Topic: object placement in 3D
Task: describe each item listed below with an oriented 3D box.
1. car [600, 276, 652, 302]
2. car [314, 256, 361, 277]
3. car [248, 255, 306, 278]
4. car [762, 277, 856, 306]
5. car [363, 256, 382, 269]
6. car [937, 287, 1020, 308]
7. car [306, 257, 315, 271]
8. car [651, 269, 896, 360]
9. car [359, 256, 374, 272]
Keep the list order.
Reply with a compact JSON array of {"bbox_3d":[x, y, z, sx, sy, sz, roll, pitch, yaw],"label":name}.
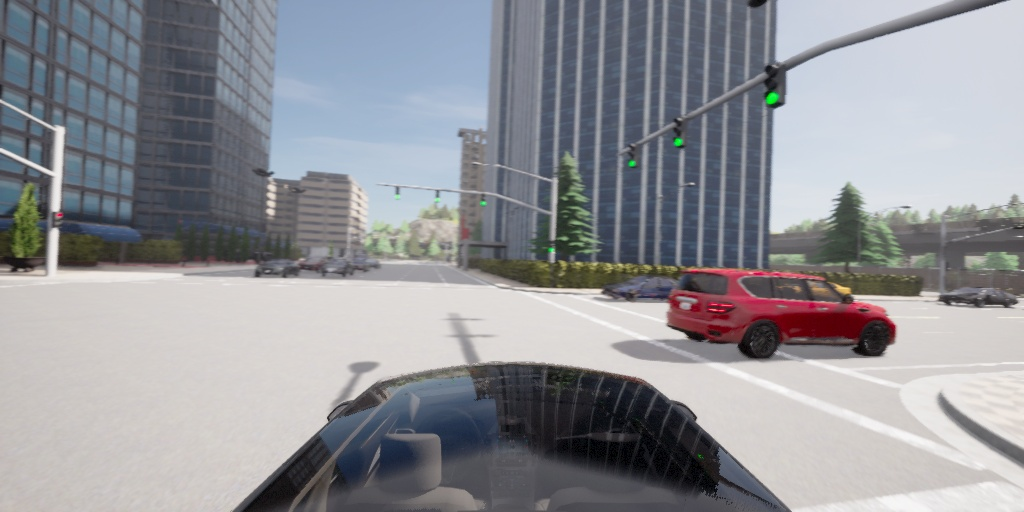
[{"bbox_3d":[7.818,1.842,20.321,5.357,1.411,2.033,3,-1,-13],"label":"car"},{"bbox_3d":[-14.949,0.975,30.994,2.128,1.511,4.902,3,-1,-13],"label":"car"},{"bbox_3d":[-17.648,0.890,27.162,1.994,1.385,4.181,3,-1,-13],"label":"car"},{"bbox_3d":[18.885,2.259,22.862,5.008,1.535,1.882,3,-1,-13],"label":"car"},{"bbox_3d":[-19.283,1.052,49.511,1.812,1.442,4.674,3,-1,-12],"label":"car"},{"bbox_3d":[34.248,3.004,26.311,5.357,1.411,2.033,3,-1,-13],"label":"car"},{"bbox_3d":[-19.688,0.824,35.830,1.882,1.535,5.008,3,-1,-13],"label":"car"},{"bbox_3d":[6.764,1.415,9.204,5.566,2.045,2.150,3,-1,-13],"label":"car"},{"bbox_3d":[-17.054,1.067,39.908,1.994,1.385,4.181,3,-1,-13],"label":"car"}]
